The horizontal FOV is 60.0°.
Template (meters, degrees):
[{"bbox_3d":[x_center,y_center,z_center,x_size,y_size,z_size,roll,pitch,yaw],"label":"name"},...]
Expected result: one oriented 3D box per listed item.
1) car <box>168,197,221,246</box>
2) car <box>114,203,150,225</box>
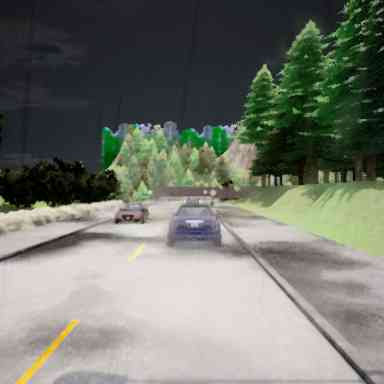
[{"bbox_3d":[0.102,1.284,15.019,2.097,1.767,4.553,0,0,0],"label":"car"},{"bbox_3d":[-4.087,1.460,23.232,1.994,1.385,4.181,0,0,0],"label":"car"}]
